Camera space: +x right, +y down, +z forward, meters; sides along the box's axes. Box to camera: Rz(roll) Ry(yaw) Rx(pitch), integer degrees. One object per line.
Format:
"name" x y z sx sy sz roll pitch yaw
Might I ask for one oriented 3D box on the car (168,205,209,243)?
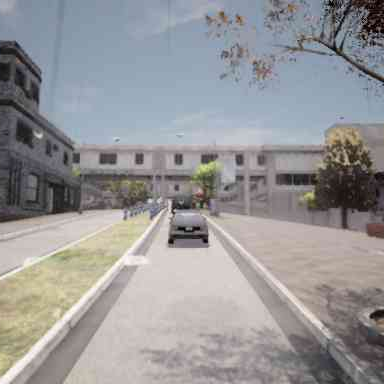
"car" -0.213 1.574 16.327 2.033 1.411 5.357 0 0 -2

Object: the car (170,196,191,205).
"car" -1.299 1.452 38.670 2.150 2.045 5.566 0 -1 -3
